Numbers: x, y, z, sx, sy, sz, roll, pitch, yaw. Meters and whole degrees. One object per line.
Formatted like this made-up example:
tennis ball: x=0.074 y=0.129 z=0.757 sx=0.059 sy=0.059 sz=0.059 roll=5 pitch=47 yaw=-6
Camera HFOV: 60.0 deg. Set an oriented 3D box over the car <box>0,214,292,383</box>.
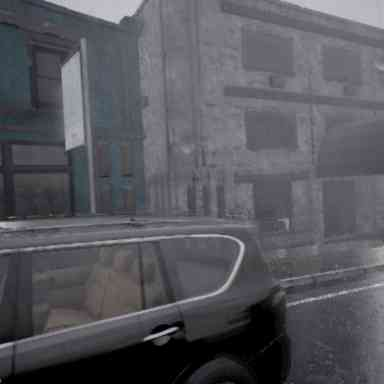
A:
car: x=-1.637 y=1.253 z=2.667 sx=5.566 sy=2.045 sz=2.150 roll=1 pitch=-1 yaw=-33
